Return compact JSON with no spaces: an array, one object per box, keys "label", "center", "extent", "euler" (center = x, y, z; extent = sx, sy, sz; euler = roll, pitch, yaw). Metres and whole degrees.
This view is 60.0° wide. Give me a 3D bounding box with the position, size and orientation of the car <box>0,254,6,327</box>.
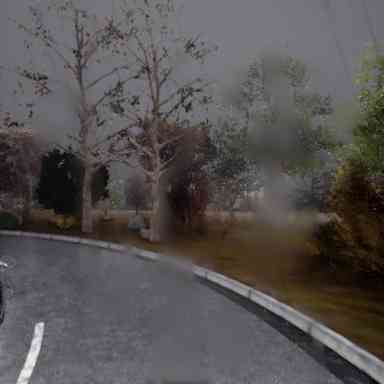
[{"label":"car","center":[-4.819,1.618,6.485],"extent":[1.895,1.301,4.718],"euler":[1,0,-33]}]
